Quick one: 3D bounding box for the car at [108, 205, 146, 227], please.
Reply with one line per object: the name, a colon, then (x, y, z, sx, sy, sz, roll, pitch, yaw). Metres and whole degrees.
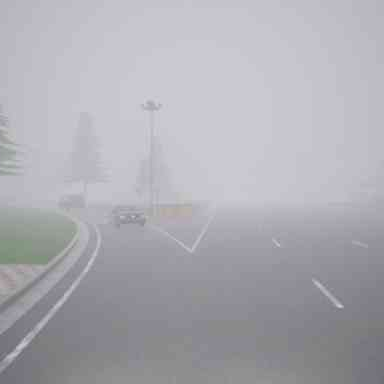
car: (-4.582, 1.579, 22.939, 2.033, 1.411, 5.357, 0, 0, -22)

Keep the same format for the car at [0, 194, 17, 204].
car: (-38.510, 1.427, 69.502, 2.150, 2.045, 5.566, 0, 0, -44)

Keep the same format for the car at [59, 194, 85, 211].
car: (-15.455, 1.311, 42.674, 2.150, 2.045, 5.566, 0, 0, -34)
